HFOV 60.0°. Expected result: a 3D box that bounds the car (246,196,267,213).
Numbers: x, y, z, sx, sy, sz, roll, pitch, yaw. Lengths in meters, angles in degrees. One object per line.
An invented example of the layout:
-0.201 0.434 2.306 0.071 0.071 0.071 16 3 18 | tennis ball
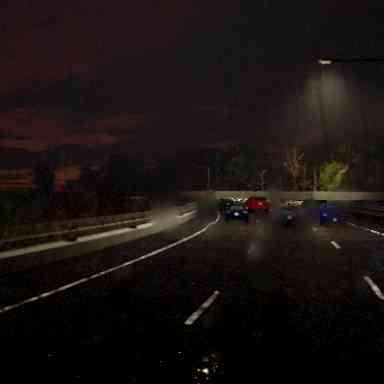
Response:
8.485 1.607 43.953 2.150 2.045 5.566 1 0 0 | car

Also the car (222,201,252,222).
3.990 1.804 29.464 1.994 1.385 4.181 1 0 8 | car

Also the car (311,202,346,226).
10.555 1.811 25.937 1.812 1.442 4.674 1 0 9 | car

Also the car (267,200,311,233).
6.228 1.565 21.828 2.097 1.767 4.553 1 0 12 | car

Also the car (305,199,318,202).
20.122 1.944 56.243 2.097 1.767 4.553 0 0 30 | car

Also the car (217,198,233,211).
4.875 1.724 47.551 2.097 1.767 4.553 1 0 -2 | car
